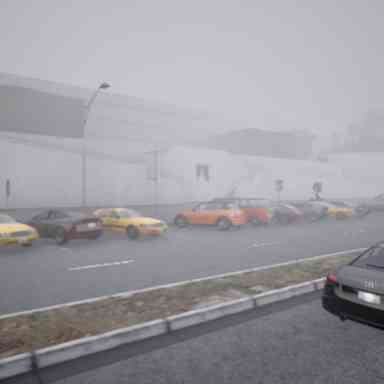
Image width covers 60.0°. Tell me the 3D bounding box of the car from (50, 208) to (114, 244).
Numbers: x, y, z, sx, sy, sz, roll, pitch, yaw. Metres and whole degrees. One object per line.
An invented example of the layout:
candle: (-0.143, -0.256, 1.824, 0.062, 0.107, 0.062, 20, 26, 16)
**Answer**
car: (-6.294, 1.533, 15.852, 4.792, 1.488, 2.163, -1, -1, 35)

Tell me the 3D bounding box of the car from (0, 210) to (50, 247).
car: (-8.544, 1.490, 14.004, 5.366, 1.575, 1.946, -1, -1, 35)

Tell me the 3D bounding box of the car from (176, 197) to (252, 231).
car: (1.044, 1.393, 21.014, 4.553, 1.767, 2.185, -1, -1, 34)

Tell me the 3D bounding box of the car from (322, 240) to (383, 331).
car: (4.330, 1.579, 6.228, 4.181, 1.385, 1.994, 0, 0, -35)

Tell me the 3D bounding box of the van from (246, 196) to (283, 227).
van: (3.555, 1.292, 22.707, 4.442, 1.987, 1.878, -1, -1, 35)

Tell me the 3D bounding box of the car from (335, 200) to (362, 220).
car: (10.902, 1.480, 27.859, 5.366, 1.575, 1.946, -1, -1, 35)

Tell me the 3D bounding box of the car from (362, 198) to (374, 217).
car: (13.203, 1.496, 29.676, 4.792, 1.488, 2.163, -1, -1, 35)

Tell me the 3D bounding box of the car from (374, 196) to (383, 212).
car: (18.041, 1.452, 33.152, 4.674, 1.452, 2.002, -1, 0, 35)

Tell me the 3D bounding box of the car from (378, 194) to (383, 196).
car: (20.439, 1.130, 34.901, 5.566, 2.045, 2.435, -1, 0, 35)

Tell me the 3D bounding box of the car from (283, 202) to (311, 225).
car: (5.885, 1.551, 24.490, 4.674, 1.452, 2.002, -1, 0, 35)

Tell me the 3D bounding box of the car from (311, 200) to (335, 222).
car: (8.288, 1.534, 26.240, 4.792, 1.488, 2.163, -1, 0, 35)

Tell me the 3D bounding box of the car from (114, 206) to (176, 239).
car: (-3.684, 1.505, 17.465, 5.366, 1.575, 1.946, -1, -1, 35)
